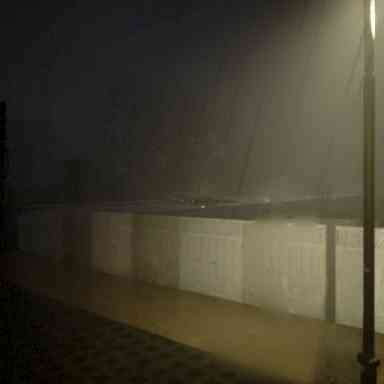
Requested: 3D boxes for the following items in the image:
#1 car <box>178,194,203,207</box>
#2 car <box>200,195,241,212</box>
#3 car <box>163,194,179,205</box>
[{"bbox_3d":[0.945,1.066,40.959,1.895,1.301,4.718,3,3,41],"label":"car"},{"bbox_3d":[3.263,1.331,33.583,1.812,1.442,4.674,3,3,41],"label":"car"},{"bbox_3d":[-1.512,0.921,43.081,1.895,1.301,4.718,3,3,41],"label":"car"}]
